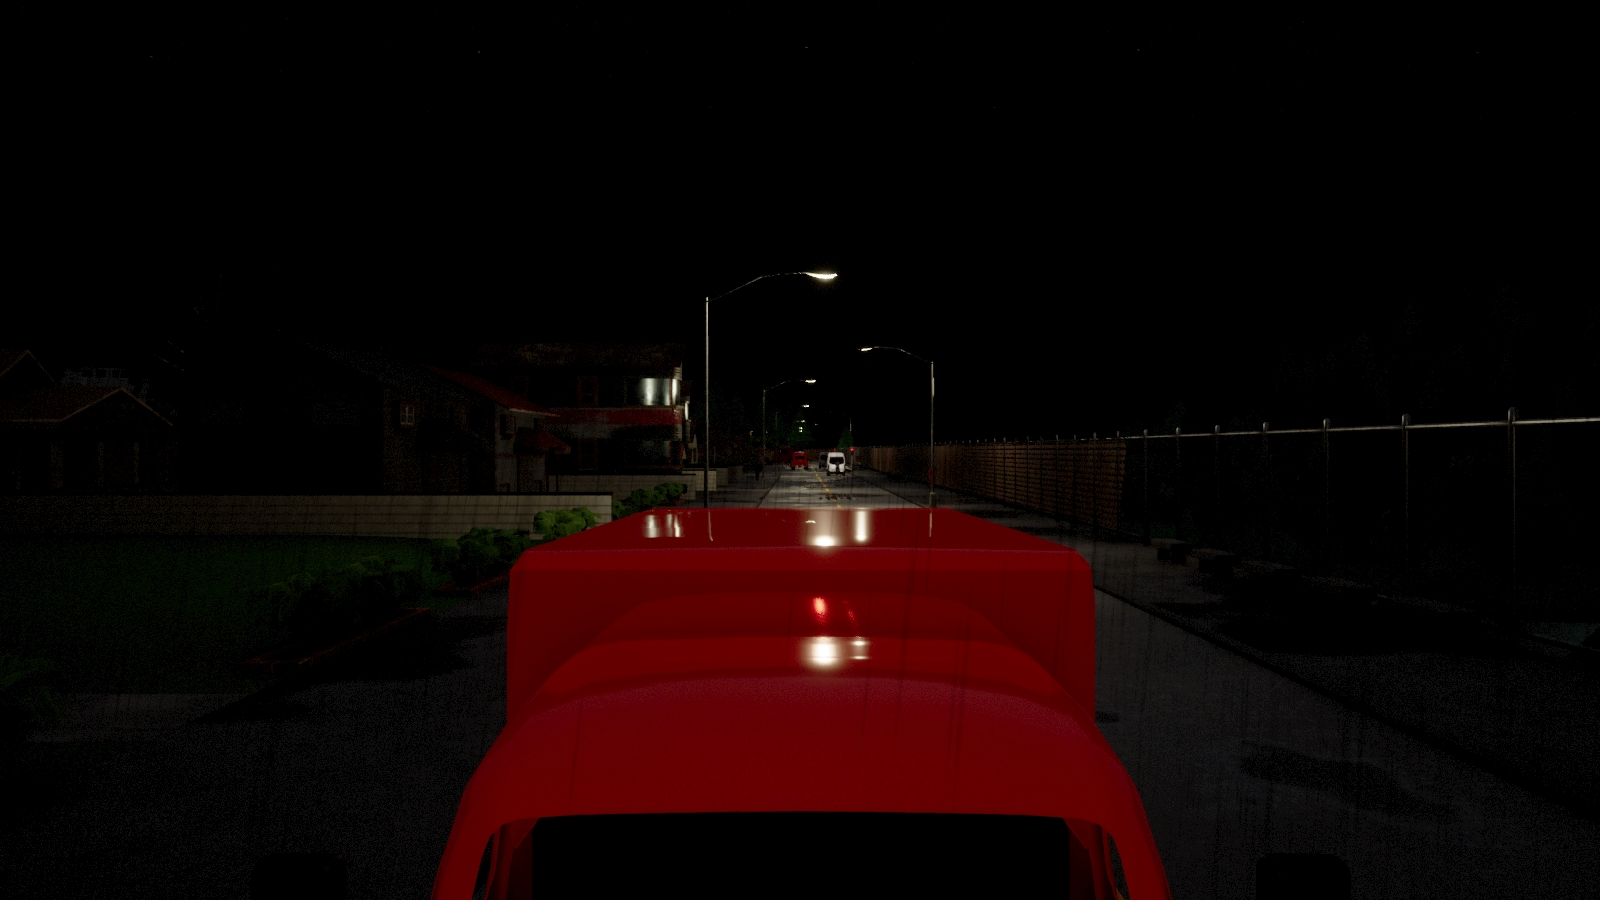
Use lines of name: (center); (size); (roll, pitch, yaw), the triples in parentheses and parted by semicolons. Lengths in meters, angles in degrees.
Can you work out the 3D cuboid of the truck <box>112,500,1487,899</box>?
truck: (0.000, 1.568, 4.790); (2.627, 2.467, 5.204); (0, 0, 0)
